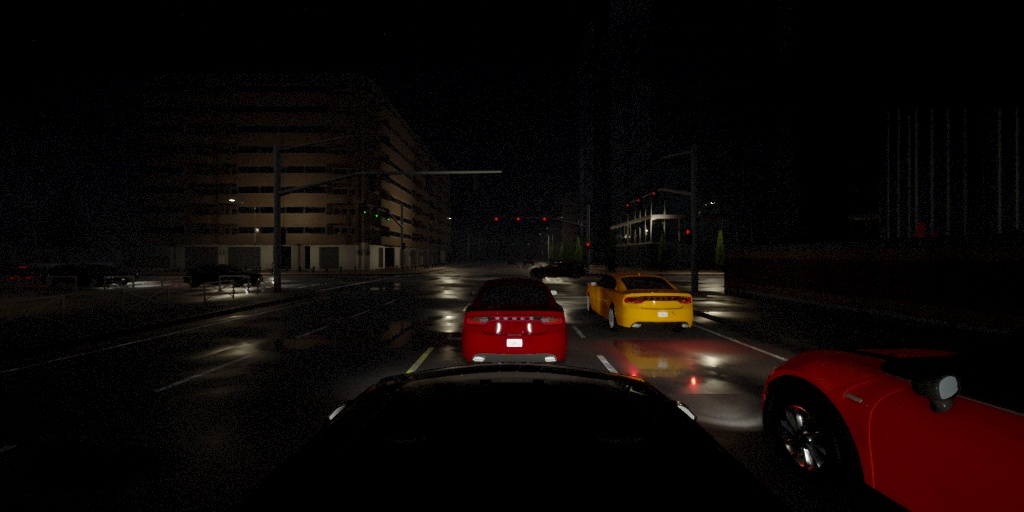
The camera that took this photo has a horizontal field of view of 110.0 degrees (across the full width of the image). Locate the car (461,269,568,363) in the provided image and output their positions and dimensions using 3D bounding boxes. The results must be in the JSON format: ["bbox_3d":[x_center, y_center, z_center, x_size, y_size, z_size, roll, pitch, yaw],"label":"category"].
[{"bbox_3d":[0.058,1.228,8.164,1.882,1.535,5.008,0,0,0],"label":"car"}]

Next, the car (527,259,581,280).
[{"bbox_3d":[4.011,1.268,31.303,4.902,1.511,2.128,0,0,0],"label":"car"}]

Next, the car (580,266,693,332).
[{"bbox_3d":[3.577,1.228,10.940,1.882,1.535,5.008,0,0,0],"label":"car"}]

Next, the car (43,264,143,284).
[{"bbox_3d":[-32.252,1.352,27.737,5.357,1.411,2.033,0,0,0],"label":"car"}]

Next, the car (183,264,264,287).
[{"bbox_3d":[-19.431,1.331,24.208,4.674,1.442,1.812,0,0,0],"label":"car"}]

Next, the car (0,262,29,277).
[{"bbox_3d":[-50.350,1.297,34.956,4.902,1.511,2.128,0,0,1],"label":"car"}]

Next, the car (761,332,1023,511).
[{"bbox_3d":[3.600,1.102,1.794,2.097,1.767,4.553,0,0,0],"label":"car"}]

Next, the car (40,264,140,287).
[{"bbox_3d":[-28.667,1.308,24.223,4.892,1.490,1.837,0,0,0],"label":"car"}]

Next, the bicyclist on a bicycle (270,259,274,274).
[{"bbox_3d":[-25.540,1.106,38.695,0.582,1.620,1.656,0,0,0],"label":"bicyclist on a bicycle"}]
